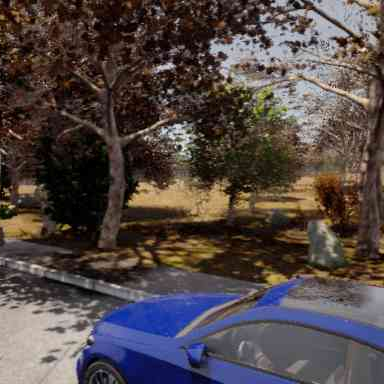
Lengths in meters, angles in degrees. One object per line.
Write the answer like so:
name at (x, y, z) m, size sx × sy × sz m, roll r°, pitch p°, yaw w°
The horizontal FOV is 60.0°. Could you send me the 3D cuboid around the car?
car at (1.001, 1.521, 2.848) m, size 4.674 × 1.442 × 1.812 m, roll 0°, pitch 0°, yaw 36°
